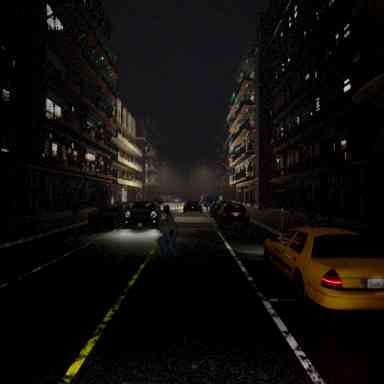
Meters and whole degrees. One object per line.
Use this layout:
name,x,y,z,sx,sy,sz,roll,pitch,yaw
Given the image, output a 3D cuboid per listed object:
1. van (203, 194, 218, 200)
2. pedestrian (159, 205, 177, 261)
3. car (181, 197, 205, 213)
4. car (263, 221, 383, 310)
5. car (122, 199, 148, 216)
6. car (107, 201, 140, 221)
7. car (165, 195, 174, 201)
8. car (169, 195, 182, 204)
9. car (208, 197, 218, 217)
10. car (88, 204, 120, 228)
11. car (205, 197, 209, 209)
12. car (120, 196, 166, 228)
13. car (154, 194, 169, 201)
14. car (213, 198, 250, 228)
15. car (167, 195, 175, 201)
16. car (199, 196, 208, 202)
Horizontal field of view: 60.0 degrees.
van,2.709,1.355,45.157,1.690,1.788,3.998,1,0,0
pedestrian,-0.766,1.296,10.752,0.375,1.860,0.375,1,-1,-3
car,0.097,1.574,36.376,1.994,1.385,4.181,0,0,0
car,3.000,1.458,7.942,1.801,1.575,5.366,0,0,0
car,-5.675,1.534,33.704,1.752,1.417,4.829,1,0,0
car,-5.675,1.532,28.043,1.752,1.417,4.829,1,0,0
car,-5.670,1.565,84.660,1.752,1.417,4.829,1,0,0
car,-2.993,1.580,66.732,1.812,1.442,4.674,0,0,0
car,2.706,1.447,28.172,1.967,1.590,4.097,1,0,0
car,-5.677,1.550,22.552,1.887,1.381,4.507,1,0,0
car,2.705,1.559,33.834,2.008,1.369,4.403,1,0,0
car,-3.099,1.357,21.992,2.097,1.767,4.553,0,0,0
car,-5.669,1.336,56.521,2.192,1.841,5.009,1,0,0
car,2.705,1.446,22.511,1.967,1.590,4.097,1,0,0
car,-5.669,1.589,90.490,1.887,1.381,4.507,1,0,0
car,2.710,1.586,79.128,2.008,1.369,4.403,1,0,0
